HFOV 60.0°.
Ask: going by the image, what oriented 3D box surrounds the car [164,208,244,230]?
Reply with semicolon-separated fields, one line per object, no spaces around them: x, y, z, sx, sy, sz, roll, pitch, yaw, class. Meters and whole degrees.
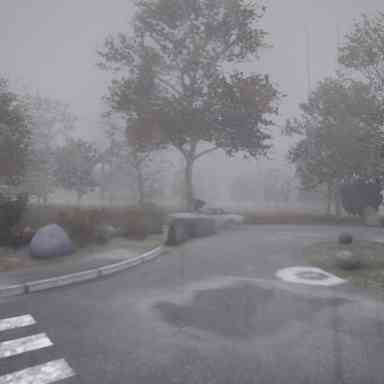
0.702;1.612;20.557;4.718;1.301;1.895;1;-1;-18;car
